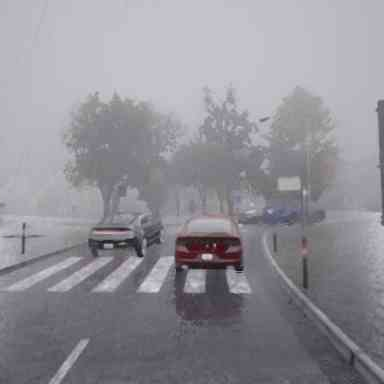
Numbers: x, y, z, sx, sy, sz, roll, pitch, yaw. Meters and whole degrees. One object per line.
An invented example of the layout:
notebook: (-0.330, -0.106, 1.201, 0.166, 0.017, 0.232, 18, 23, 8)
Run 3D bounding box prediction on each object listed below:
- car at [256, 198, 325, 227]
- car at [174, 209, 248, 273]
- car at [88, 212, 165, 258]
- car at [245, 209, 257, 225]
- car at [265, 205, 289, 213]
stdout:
car: (7.898, 1.559, 25.743, 5.566, 2.045, 2.150, -1, -6, -36)
car: (0.634, 1.468, 10.765, 1.882, 1.535, 5.008, -1, 0, 6)
car: (-2.350, 1.516, 12.953, 2.128, 1.511, 4.902, -1, 0, 7)
car: (5.981, 2.084, 27.952, 4.674, 1.442, 1.812, 0, -5, -35)
car: (19.046, 3.856, 75.043, 4.892, 1.490, 1.837, -3, -5, 37)
